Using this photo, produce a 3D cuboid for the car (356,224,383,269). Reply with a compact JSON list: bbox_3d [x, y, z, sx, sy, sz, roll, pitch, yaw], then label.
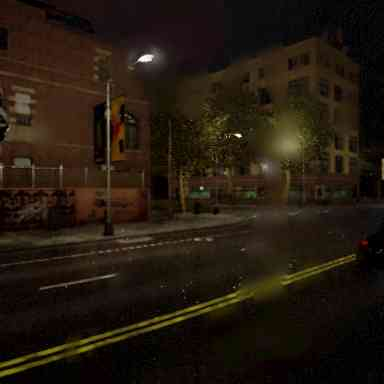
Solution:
[{"bbox_3d":[6.600,1.513,9.900,4.181,1.385,1.994,0,0,-42],"label":"car"}]
